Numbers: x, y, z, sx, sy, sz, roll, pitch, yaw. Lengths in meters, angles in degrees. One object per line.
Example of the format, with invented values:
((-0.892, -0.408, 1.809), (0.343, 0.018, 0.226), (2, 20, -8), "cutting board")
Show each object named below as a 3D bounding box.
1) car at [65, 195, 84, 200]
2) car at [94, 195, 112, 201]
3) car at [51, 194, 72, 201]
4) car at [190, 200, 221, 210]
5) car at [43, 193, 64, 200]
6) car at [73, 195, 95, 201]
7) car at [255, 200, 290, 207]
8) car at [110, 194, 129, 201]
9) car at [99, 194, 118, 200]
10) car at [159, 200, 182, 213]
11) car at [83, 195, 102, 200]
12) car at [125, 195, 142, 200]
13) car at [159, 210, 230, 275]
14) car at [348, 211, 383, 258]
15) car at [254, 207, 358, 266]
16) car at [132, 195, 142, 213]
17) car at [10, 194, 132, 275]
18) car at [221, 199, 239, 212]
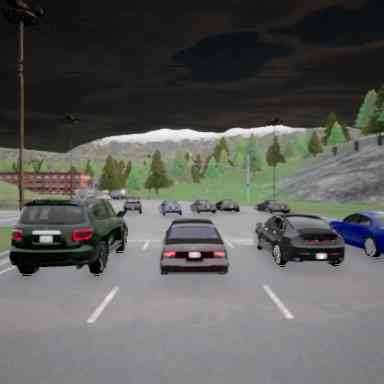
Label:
((-30.766, 1.456, 87.252), (4.718, 1.301, 1.895), (0, 0, 21), "car")
((-22.010, 1.394, 81.992), (4.674, 1.442, 1.812), (0, 0, 35), "car")
((-31.150, 1.350, 79.634), (5.008, 1.535, 1.882), (0, 0, 28), "car")
((1.077, 1.493, 34.200), (2.033, 1.411, 5.357), (0, 0, -11), "car")
((-35.575, 1.218, 85.439), (4.553, 1.767, 2.097), (0, 0, 18), "car")
((-26.186, 1.411, 80.677), (5.357, 1.411, 2.033), (0, 0, 32), "car")
((8.186, 1.494, 34.197), (2.033, 1.411, 5.357), (0, 0, -10), "car")
((-18.239, 1.367, 83.467), (4.892, 1.490, 1.837), (0, 0, 39), "car")
((-22.942, 1.380, 91.036), (4.902, 1.511, 2.128), (0, 0, 28), "car")
((-2.173, 1.496, 32.554), (2.033, 1.411, 5.357), (0, 0, -11), "car")
((-26.570, 1.453, 89.077), (4.718, 1.301, 1.895), (0, 0, 25), "car")
((-14.935, 1.417, 85.228), (4.181, 1.385, 1.994), (0, 0, 39), "car")
((0.002, 1.531, 10.370), (2.033, 1.411, 5.357), (0, 0, -1), "car")
((6.901, 1.457, 12.695), (1.882, 1.535, 5.008), (0, 0, -2), "car")
((3.449, 1.487, 11.484), (1.837, 1.490, 4.892), (0, 0, -2), "car")
((-6.460, 1.434, 35.963), (2.128, 1.511, 4.902), (0, 0, -12), "car")
((-3.510, 1.204, 10.541), (2.150, 2.045, 5.566), (0, 0, -1), "car")
((3.867, 1.504, 37.733), (1.994, 1.385, 4.181), (0, 0, -12), "car")
